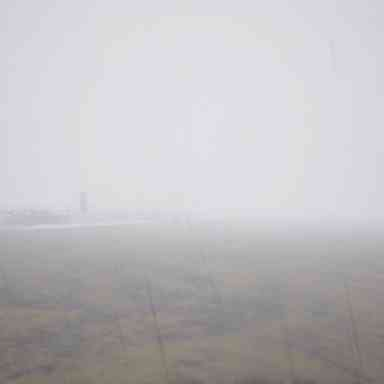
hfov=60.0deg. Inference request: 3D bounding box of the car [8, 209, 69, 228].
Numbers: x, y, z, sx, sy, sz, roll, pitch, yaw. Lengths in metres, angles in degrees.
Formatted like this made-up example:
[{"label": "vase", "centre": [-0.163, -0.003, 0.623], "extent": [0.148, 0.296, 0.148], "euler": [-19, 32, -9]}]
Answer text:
[{"label": "car", "centre": [-12.621, 2.144, 27.659], "extent": [2.128, 1.511, 4.902], "euler": [-1, -3, 35]}]
